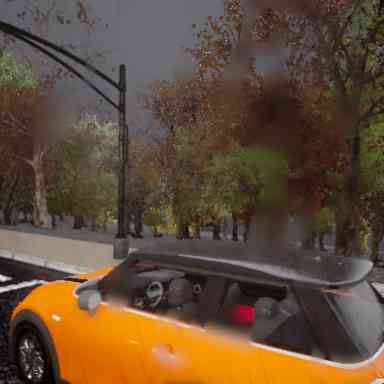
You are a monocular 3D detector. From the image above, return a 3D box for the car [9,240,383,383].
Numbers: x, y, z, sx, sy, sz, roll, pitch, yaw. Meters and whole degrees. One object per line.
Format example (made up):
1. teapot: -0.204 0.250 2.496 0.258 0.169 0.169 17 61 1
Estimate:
1. car: -0.067 1.347 3.740 4.553 1.767 2.097 0 0 36
